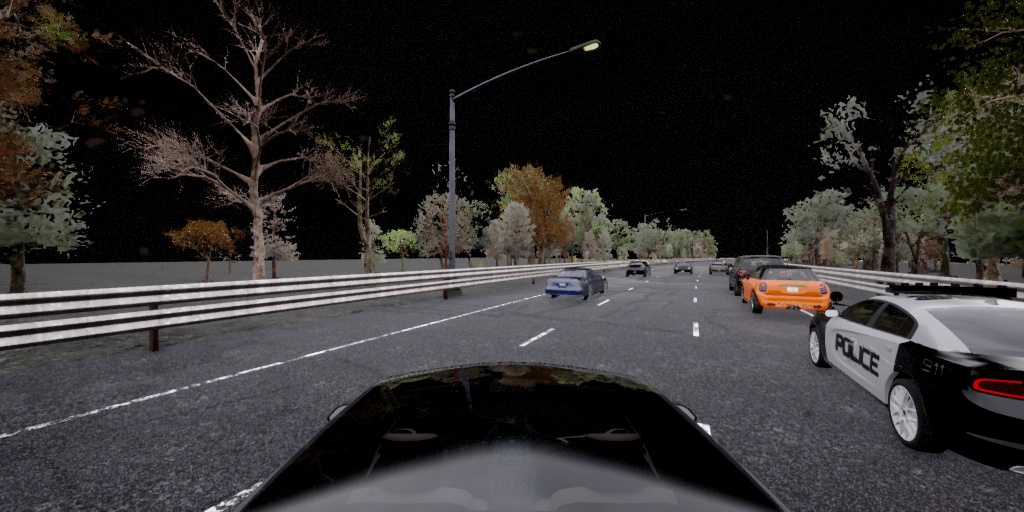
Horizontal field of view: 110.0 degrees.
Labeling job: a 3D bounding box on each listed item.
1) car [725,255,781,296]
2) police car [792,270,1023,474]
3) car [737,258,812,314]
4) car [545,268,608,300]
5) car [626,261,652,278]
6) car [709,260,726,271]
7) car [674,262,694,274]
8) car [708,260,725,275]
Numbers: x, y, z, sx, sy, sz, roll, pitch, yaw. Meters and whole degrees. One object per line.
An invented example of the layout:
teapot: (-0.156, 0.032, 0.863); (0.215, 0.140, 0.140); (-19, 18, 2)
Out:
car: (12.749, 0.978, 18.756); (2.150, 2.045, 5.566); (0, 0, 27)
police car: (5.634, 1.175, 4.739); (1.930, 1.638, 5.238); (0, 0, 26)
car: (10.006, 1.102, 13.437); (2.097, 1.767, 4.553); (0, 0, 27)
car: (3.335, 1.299, 17.822); (2.033, 1.411, 5.357); (0, 0, 27)
car: (12.413, 1.265, 34.996); (1.837, 1.490, 4.892); (0, -1, 28)
car: (29.190, 1.334, 50.863); (2.033, 1.411, 5.357); (0, 0, 30)
car: (19.537, 1.370, 40.692); (1.895, 1.301, 4.718); (0, 0, 29)
car: (22.662, 1.262, 39.255); (2.128, 1.511, 4.902); (0, 0, 30)
